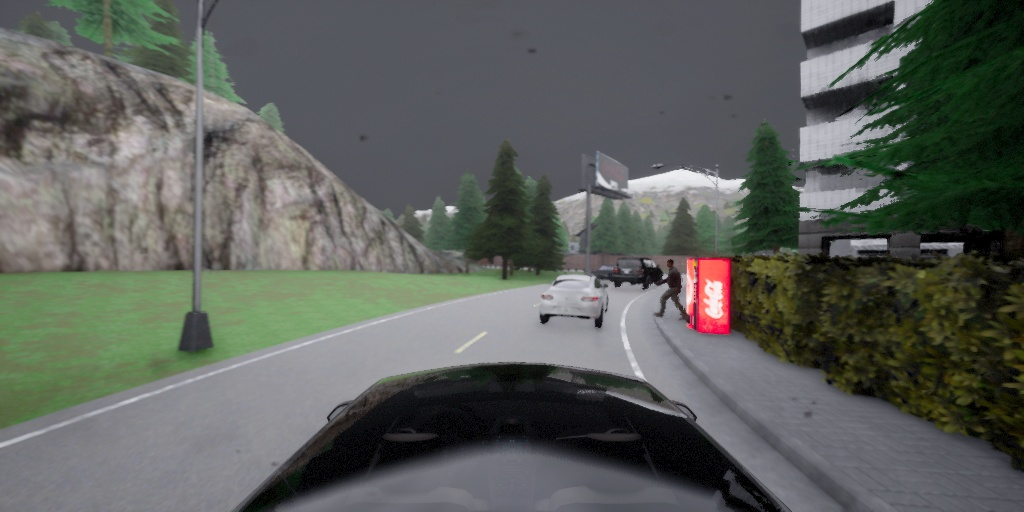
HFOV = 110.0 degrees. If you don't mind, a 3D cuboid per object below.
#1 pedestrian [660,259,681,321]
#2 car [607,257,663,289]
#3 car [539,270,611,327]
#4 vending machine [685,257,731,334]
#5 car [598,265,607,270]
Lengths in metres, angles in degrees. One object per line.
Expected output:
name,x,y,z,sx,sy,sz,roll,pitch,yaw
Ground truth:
pedestrian,4.714,0.961,10.647,0.375,1.860,0.375,1,0,17
car,8.729,1.113,24.686,2.150,2.045,5.566,0,0,35
car,2.151,1.319,11.863,1.812,1.442,4.674,1,-1,17
vending machine,5.147,1.018,9.444,1.100,2.100,0.880,0,0,16
car,8.494,1.465,30.436,2.033,1.411,5.357,1,0,42
